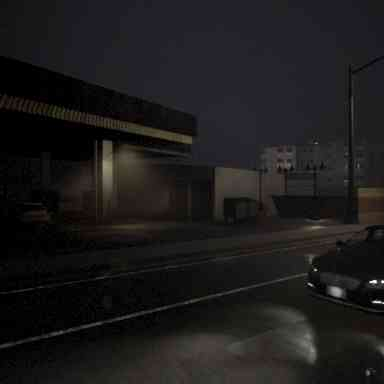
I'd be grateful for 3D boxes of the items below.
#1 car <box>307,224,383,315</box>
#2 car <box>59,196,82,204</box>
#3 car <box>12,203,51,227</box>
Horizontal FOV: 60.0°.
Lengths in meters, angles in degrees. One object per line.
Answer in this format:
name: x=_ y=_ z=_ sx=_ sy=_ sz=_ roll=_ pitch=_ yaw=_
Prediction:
car: x=4.514 y=1.492 z=7.286 sx=4.902 sy=1.511 sz=2.128 roll=0 pitch=0 yaw=-36
car: x=-23.225 y=1.504 z=63.860 sx=4.892 sy=1.490 sz=1.837 roll=0 pitch=0 yaw=-35
car: x=-10.675 y=1.456 z=22.009 sx=1.970 sy=1.475 sz=3.806 roll=0 pitch=0 yaw=-35
